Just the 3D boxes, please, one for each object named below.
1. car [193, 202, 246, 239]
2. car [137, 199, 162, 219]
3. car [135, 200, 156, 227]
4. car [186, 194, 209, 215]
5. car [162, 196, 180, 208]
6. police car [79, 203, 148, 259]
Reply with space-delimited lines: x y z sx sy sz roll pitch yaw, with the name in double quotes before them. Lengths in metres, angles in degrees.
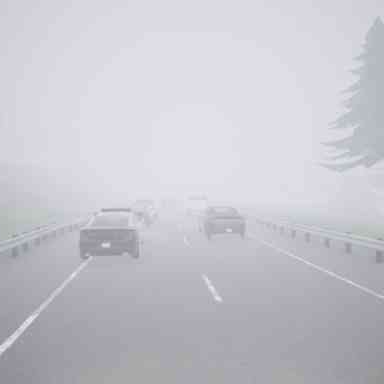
"car" 1.444 1.488 17.273 2.128 1.511 4.902 0 0 -5
"car" -3.959 1.347 28.519 2.097 1.767 4.553 0 0 -2
"car" -3.656 1.523 22.571 1.812 1.442 4.674 0 0 -4
"car" 0.555 1.217 34.369 2.150 2.045 5.566 0 0 -2
"car" -3.204 1.345 48.129 2.097 1.767 4.553 0 0 0
"police car" -2.883 1.424 12.737 1.930 1.638 5.238 0 0 -6
